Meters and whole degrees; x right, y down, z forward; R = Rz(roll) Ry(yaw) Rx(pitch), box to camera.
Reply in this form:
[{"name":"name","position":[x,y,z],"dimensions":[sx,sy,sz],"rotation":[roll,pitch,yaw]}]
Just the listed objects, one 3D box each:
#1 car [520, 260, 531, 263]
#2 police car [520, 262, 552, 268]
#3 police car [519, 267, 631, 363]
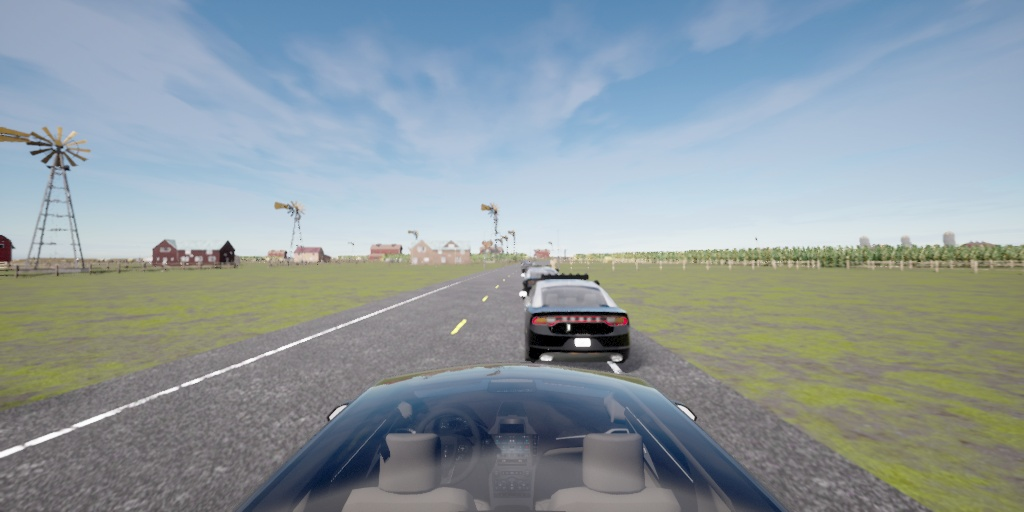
[{"name":"car","position":[2.387,1.555,53.497],"dimensions":[2.128,1.511,4.902],"rotation":[0,0,5]},{"name":"police car","position":[1.497,1.283,18.370],"dimensions":[1.930,1.638,5.238],"rotation":[0,0,2]},{"name":"police car","position":[1.208,1.218,8.404],"dimensions":[1.930,1.638,5.238],"rotation":[0,0,1]}]
